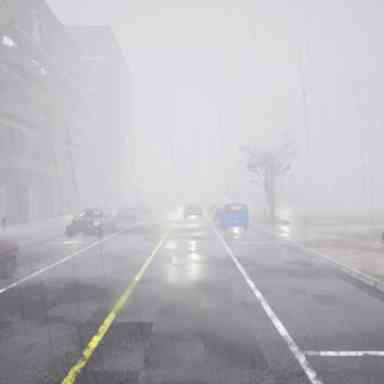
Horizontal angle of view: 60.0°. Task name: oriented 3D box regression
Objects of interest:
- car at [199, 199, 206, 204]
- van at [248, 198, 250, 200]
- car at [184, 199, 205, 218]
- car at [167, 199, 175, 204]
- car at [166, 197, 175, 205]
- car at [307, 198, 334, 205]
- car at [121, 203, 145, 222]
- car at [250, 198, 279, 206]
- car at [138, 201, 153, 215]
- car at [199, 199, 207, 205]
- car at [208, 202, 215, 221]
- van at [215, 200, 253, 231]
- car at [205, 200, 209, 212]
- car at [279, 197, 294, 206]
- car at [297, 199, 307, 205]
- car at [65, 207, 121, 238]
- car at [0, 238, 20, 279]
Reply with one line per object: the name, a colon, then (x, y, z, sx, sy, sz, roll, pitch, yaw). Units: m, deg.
car: (2.791, 2.589, 90.569, 1.802, 1.307, 4.206, 1, -1, 0)
van: (13.836, 2.080, 71.811, 3.998, 1.788, 1.690, 0, -1, 0)
car: (0.135, 1.866, 35.157, 1.882, 1.535, 5.008, 0, -1, 0)
car: (-5.588, 2.552, 90.618, 1.887, 1.381, 4.507, 1, -1, 0)
car: (-5.590, 2.260, 85.050, 2.192, 1.841, 5.009, 1, -1, 0)
car: (24.821, 1.879, 63.342, 4.097, 1.590, 1.967, 0, -1, 0)
car: (-5.728, 1.915, 30.108, 1.802, 1.307, 4.206, 1, -1, 0)
car: (13.767, 2.106, 63.429, 4.206, 1.307, 1.802, 0, -1, 0)
car: (-5.768, 1.871, 39.013, 1.967, 1.590, 4.097, 1, -1, 0)
car: (2.786, 2.511, 84.999, 1.947, 1.339, 4.313, 1, -1, 0)
car: (2.816, 1.885, 30.809, 1.887, 1.381, 4.507, 1, -1, 0)
van: (2.754, 1.589, 22.351, 1.690, 1.788, 3.998, 1, -1, 0)
car: (2.872, 2.007, 41.239, 2.008, 1.369, 4.403, 1, -1, 0)
car: (19.363, 2.011, 71.767, 5.009, 1.841, 2.192, 0, -1, 0)
car: (24.892, 2.198, 71.718, 4.507, 1.381, 1.887, 0, -1, 0)
car: (-5.663, 1.650, 18.971, 1.967, 1.590, 4.097, 1, -1, 0)
car: (-5.671, 1.670, 7.831, 1.802, 1.307, 4.206, 1, -1, 0)
